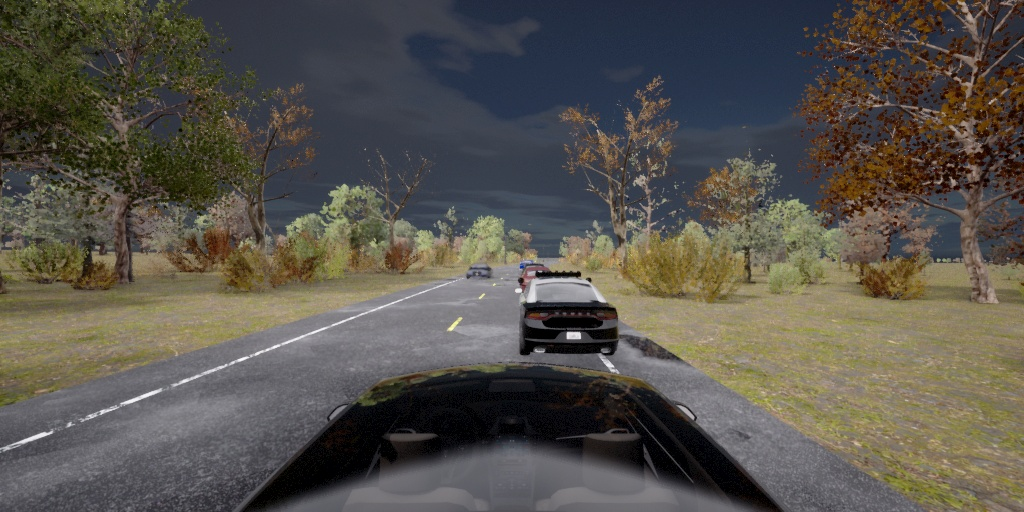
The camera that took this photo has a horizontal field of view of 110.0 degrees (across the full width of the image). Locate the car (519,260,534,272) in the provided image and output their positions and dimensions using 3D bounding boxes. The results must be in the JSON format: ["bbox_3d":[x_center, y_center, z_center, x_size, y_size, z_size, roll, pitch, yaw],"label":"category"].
[{"bbox_3d":[2.106,1.313,50.363,1.882,1.535,5.008,0,0,5],"label":"car"}]

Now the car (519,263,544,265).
[{"bbox_3d":[1.324,1.281,18.645,1.812,1.442,4.674,0,0,2],"label":"car"}]

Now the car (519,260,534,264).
[{"bbox_3d":[1.531,1.266,24.615,1.837,1.490,4.892,0,0,2],"label":"car"}]

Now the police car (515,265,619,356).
[{"bbox_3d":[1.107,1.177,8.802,1.930,1.638,5.238,0,0,1],"label":"police car"}]

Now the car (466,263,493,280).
[{"bbox_3d":[-2.785,1.336,31.519,1.994,1.385,4.181,0,0,3],"label":"car"}]
